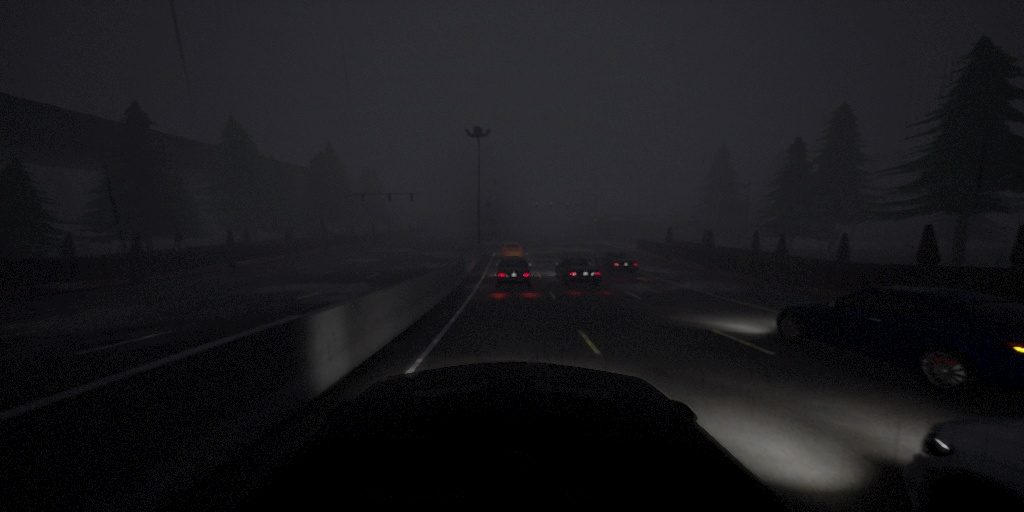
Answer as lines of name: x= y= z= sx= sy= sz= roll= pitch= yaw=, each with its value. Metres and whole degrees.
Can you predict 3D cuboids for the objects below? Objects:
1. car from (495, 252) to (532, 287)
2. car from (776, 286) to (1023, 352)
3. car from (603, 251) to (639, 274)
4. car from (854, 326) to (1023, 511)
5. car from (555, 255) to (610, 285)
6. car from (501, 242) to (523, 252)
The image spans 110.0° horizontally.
car: x=0.082 y=0.769 z=19.320 sx=2.033 sy=1.411 sz=5.357 roll=0 pitch=4 yaw=0
car: x=7.099 y=1.260 z=6.439 sx=1.812 sy=1.442 sz=4.674 roll=0 pitch=1 yaw=0
car: x=7.057 y=0.345 z=24.731 sx=2.033 sy=1.411 sz=5.357 roll=0 pitch=5 yaw=0
car: x=3.599 y=1.258 z=0.456 sx=1.812 sy=1.442 sz=4.674 roll=0 pitch=-1 yaw=0
car: x=3.569 y=0.729 z=19.916 sx=2.033 sy=1.411 sz=5.357 roll=0 pitch=4 yaw=0
car: x=0.014 y=-0.532 z=32.685 sx=1.882 sy=1.535 sz=5.008 roll=0 pitch=6 yaw=0
